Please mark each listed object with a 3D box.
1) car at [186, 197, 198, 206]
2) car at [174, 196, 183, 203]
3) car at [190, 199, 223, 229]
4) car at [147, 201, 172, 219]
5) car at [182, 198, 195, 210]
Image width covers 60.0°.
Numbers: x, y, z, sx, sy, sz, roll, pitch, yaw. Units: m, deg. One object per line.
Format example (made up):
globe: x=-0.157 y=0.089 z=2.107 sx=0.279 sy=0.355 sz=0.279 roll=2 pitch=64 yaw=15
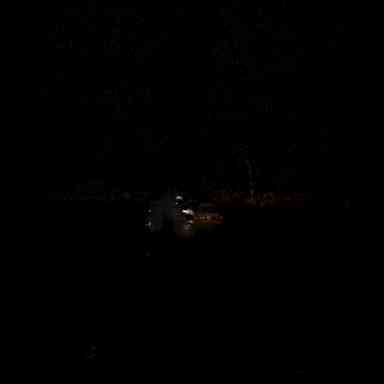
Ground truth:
car: x=-0.017 y=1.641 z=56.244 sx=1.994 sy=1.385 sz=4.181 roll=0 pitch=0 yaw=0
car: x=-2.773 y=1.627 z=71.997 sx=2.033 sy=1.411 sz=5.357 roll=0 pitch=0 yaw=0
car: x=0.956 y=1.481 z=21.737 sx=1.801 sy=1.575 sz=5.366 roll=0 pitch=0 yaw=0
car: x=-2.857 y=1.564 z=30.172 sx=1.812 sy=1.442 sz=4.674 roll=0 pitch=0 yaw=0
car: x=0.022 y=1.583 z=42.968 sx=1.812 sy=1.442 sz=4.674 roll=0 pitch=0 yaw=0
